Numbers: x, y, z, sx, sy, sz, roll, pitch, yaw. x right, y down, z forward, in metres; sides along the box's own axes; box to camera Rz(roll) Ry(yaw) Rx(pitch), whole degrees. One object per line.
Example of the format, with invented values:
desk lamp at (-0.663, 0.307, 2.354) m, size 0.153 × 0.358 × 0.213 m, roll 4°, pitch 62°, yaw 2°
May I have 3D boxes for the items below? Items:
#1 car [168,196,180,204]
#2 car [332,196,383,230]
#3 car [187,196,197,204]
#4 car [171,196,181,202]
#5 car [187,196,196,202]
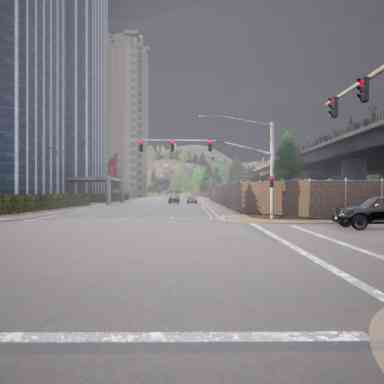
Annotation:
car at (-3.492, 1.476, 64.188) m, size 1.882 × 1.535 × 5.008 m, roll 0°, pitch 0°, yaw 0°
car at (11.816, 1.276, 20.920) m, size 5.566 × 2.045 × 2.150 m, roll 0°, pitch 0°, yaw 0°
car at (0.009, 1.562, 64.585) m, size 1.994 × 1.385 × 4.181 m, roll 0°, pitch 0°, yaw 0°
car at (-3.603, 1.538, 74.406) m, size 2.033 × 1.411 × 5.357 m, roll 0°, pitch 0°, yaw 0°
car at (-0.104, 1.593, 74.547) m, size 1.895 × 1.301 × 4.718 m, roll 0°, pitch 0°, yaw 0°
